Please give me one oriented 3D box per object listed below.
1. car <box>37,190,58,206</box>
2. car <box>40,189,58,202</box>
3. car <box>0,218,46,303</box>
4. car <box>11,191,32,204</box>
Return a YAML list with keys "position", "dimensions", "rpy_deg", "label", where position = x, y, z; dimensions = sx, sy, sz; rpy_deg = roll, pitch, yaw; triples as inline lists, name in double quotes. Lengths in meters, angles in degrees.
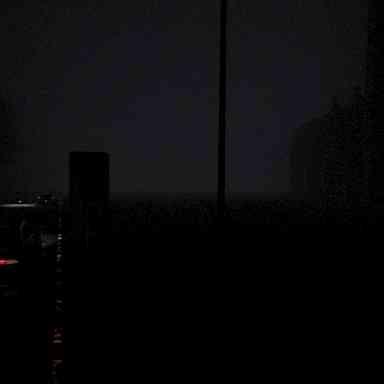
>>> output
- position: [-15.667, 0.689, 35.986]
  dimensions: [1.812, 1.442, 4.674]
  rpy_deg: [0, 1, -21]
  label: "car"
- position: [-19.503, 0.419, 45.566]
  dimensions: [2.128, 1.511, 4.902]
  rpy_deg: [0, 1, -22]
  label: "car"
- position: [-4.433, 1.329, 7.398]
  dimensions: [2.128, 1.511, 4.902]
  rpy_deg: [0, 1, -22]
  label: "car"
- position: [-19.917, 0.598, 39.125]
  dimensions: [2.033, 1.411, 5.357]
  rpy_deg: [0, 1, -22]
  label: "car"
